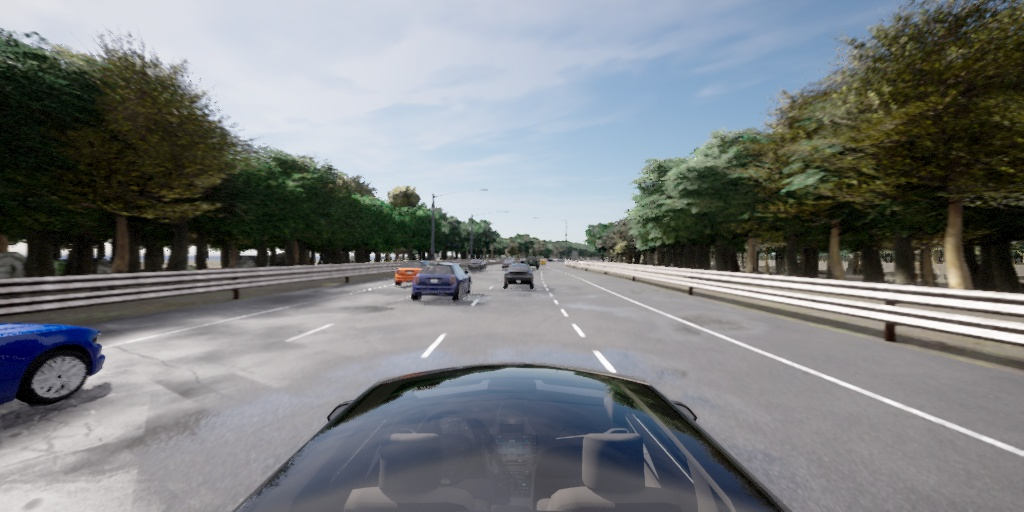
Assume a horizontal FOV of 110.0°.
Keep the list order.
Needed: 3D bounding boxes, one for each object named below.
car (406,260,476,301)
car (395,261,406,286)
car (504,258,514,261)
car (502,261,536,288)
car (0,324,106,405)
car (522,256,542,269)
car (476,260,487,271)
[{"bbox_3d":[-3.257,1.094,17.485,2.097,1.767,4.553,0,0,2],"label":"car"},{"bbox_3d":[-6.450,1.084,25.102,2.097,1.767,4.553,0,0,3],"label":"car"},{"bbox_3d":[-0.422,1.353,56.406,2.033,1.411,5.357,0,0,7],"label":"car"},{"bbox_3d":[0.504,1.273,23.910,1.837,1.490,4.892,0,0,3],"label":"car"},{"bbox_3d":[-6.980,1.194,3.203,1.882,1.535,5.008,0,0,0],"label":"car"},{"bbox_3d":[3.386,1.053,58.826,2.150,2.045,5.566,0,0,7],"label":"car"},{"bbox_3d":[-4.695,1.260,49.102,2.128,1.511,4.902,0,0,6],"label":"car"}]
